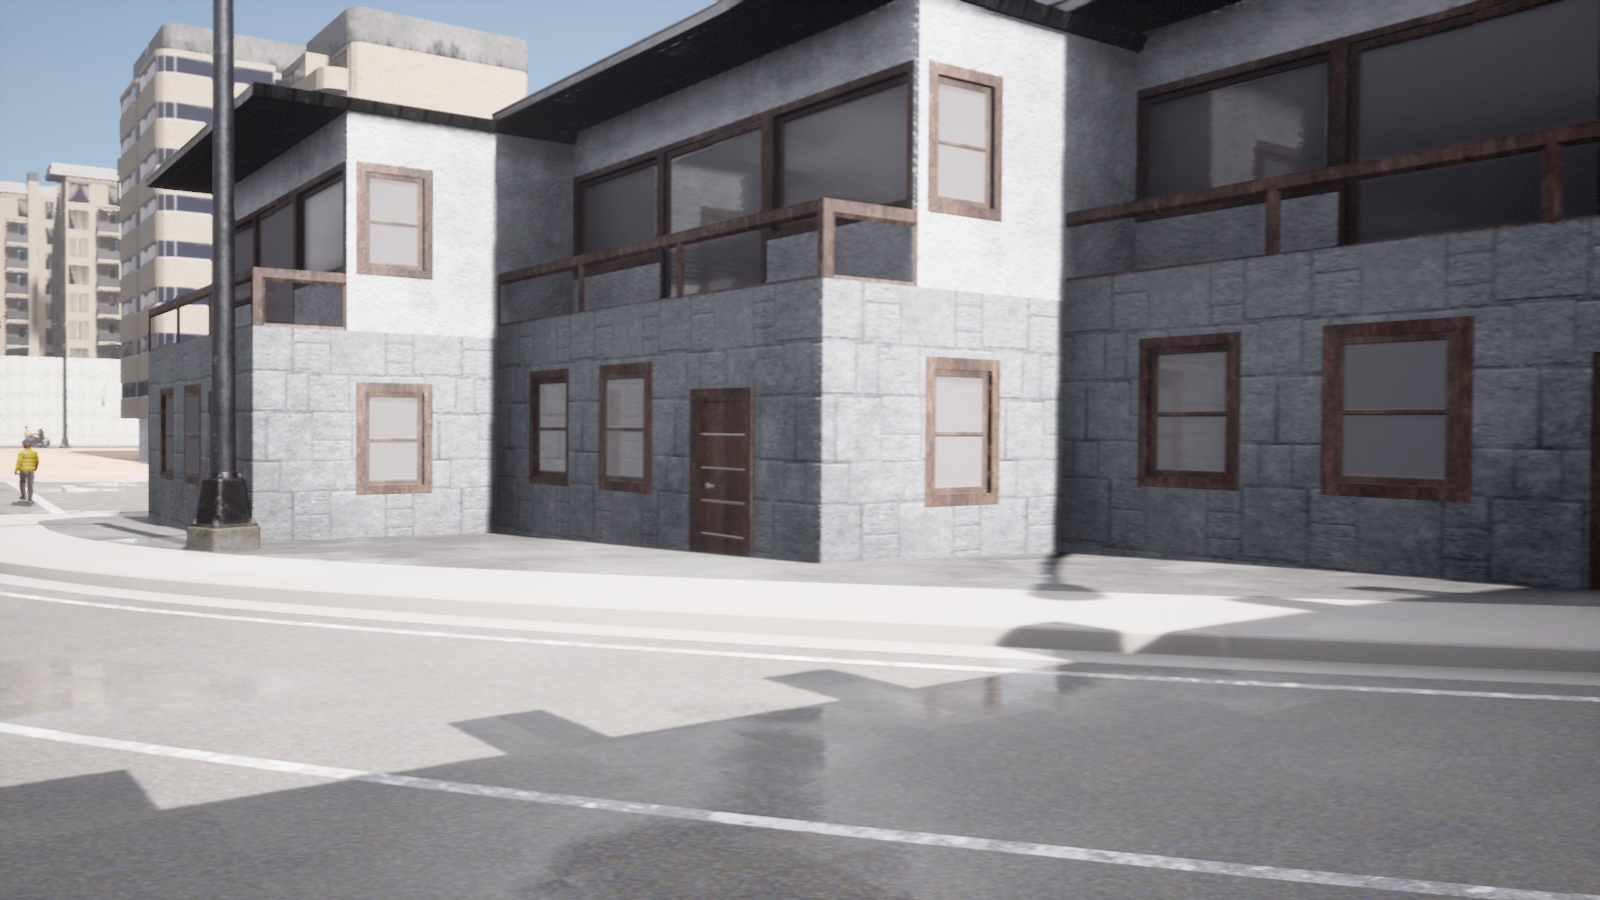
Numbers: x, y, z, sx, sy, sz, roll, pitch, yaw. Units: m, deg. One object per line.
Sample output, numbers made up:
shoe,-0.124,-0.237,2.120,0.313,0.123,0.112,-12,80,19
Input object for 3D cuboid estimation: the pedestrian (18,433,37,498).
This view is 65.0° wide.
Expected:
pedestrian,-22.225,0.448,36.125,0.370,1.835,0.726,0,1,-40
